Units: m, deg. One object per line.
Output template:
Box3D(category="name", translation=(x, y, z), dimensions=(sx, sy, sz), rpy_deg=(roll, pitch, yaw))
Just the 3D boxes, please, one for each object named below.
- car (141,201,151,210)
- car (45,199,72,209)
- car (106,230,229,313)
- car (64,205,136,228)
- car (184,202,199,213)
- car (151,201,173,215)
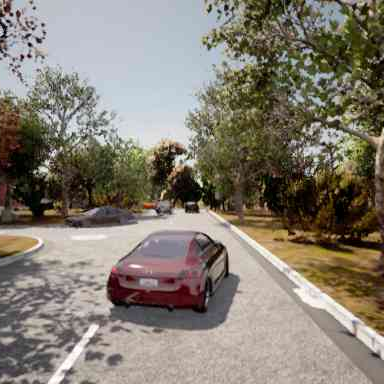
Box3D(category="car", translation=(-7.697, 2.363, 60.923), dimensions=(4.553, 1.767, 2.097), rpy_deg=(-1, -2, 35))
Box3D(category="car", translation=(-25.658, 2.283, 62.981), dimensions=(5.566, 2.045, 2.150), rpy_deg=(0, -2, 3))
Box3D(category="car", translation=(-0.305, 1.581, 7.857), dimensions=(1.994, 1.385, 4.181), rpy_deg=(0, 0, 13))
Box3D(category="car", translation=(-7.016, 1.904, 25.825), dimensions=(5.357, 1.411, 2.033), rpy_deg=(-2, 0, -44))
Box3D(category="car", translation=(-0.079, 2.088, 46.157), dimensions=(1.882, 1.535, 5.008), rpy_deg=(0, -1, -3))
Box3D(category="car", translation=(-3.382, 1.992, 40.804), dimensions=(2.128, 1.511, 4.902), rpy_deg=(0, -1, 0))
